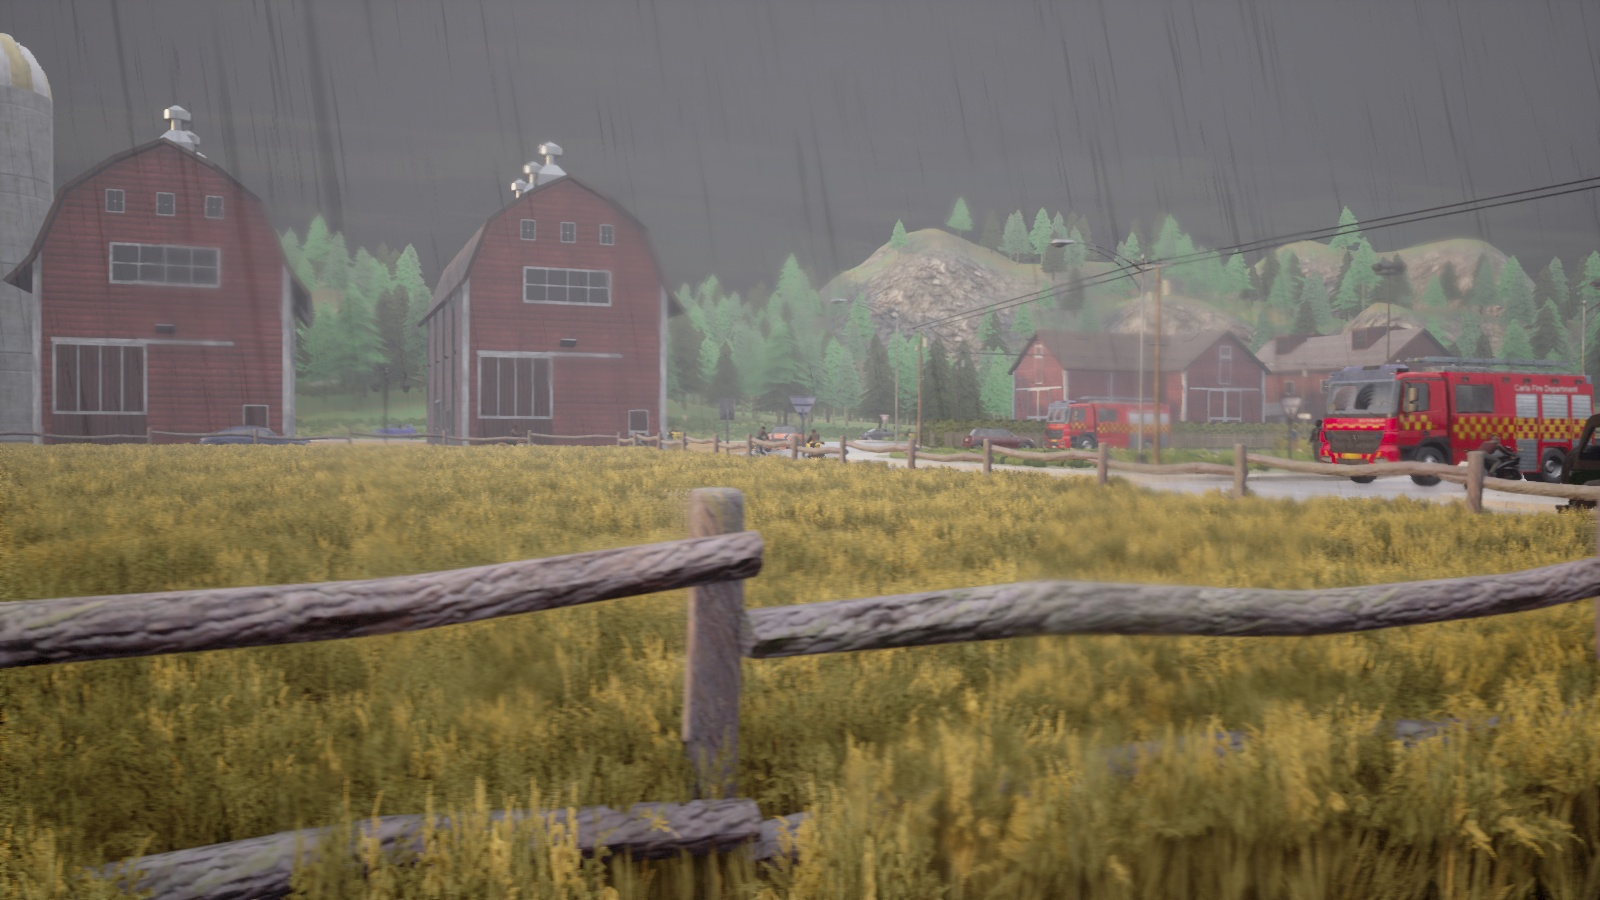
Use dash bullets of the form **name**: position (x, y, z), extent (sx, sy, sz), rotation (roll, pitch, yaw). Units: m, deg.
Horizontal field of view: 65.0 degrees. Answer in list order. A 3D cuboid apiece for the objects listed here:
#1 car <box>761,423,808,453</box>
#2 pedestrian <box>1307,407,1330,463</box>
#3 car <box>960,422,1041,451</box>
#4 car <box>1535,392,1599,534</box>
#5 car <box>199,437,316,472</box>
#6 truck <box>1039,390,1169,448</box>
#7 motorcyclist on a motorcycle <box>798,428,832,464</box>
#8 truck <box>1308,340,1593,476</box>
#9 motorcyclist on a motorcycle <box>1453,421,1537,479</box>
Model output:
- **car**: position (-0.925, -0.761, 78.679), extent (2.097, 1.767, 4.553), rotation (-1, 1, 10)
- **pedestrian**: position (18.083, -0.540, 43.755), extent (0.666, 1.930, 0.402), rotation (-1, 1, -29)
- **car**: position (12.578, -0.870, 78.974), extent (4.553, 1.767, 2.097), rotation (-1, 1, -9)
- **car**: position (11.801, 0.162, 15.986), extent (1.905, 1.878, 3.866), rotation (-1, 1, -21)
- **car**: position (-24.151, 0.181, 55.980), extent (4.674, 1.442, 1.812), rotation (-1, 1, -24)
- **truck**: position (20.748, -2.117, 85.607), extent (8.468, 3.827, 2.891), rotation (-1, 1, -21)
- **motorcyclist on a motorcycle**: position (0.655, -0.175, 54.971), extent (0.797, 1.523, 2.044), rotation (-1, 1, -20)
- **truck**: position (19.953, -1.296, 38.446), extent (8.468, 3.827, 2.891), rotation (-1, 1, -22)
- **motorcyclist on a motorcycle**: position (19.035, -0.012, 34.394), extent (2.191, 1.530, 0.866), rotation (-1, 1, -24)
